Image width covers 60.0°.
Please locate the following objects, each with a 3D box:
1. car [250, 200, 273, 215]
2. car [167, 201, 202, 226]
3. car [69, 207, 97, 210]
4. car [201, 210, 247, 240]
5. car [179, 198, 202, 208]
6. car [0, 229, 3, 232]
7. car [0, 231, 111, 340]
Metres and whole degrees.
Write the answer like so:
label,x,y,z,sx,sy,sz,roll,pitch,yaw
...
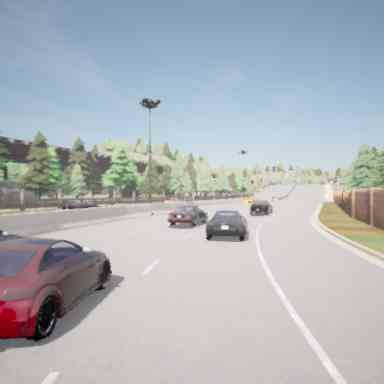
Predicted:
label,x,y,z,sx,sy,sz,roll,pitch,yaw
car,7.601,1.653,36.256,1.882,1.535,5.008,0,0,21
car,-0.216,1.667,24.399,2.033,1.411,5.357,0,0,15
car,-13.660,1.800,40.096,1.895,1.301,4.718,0,0,21
car,1.914,1.651,17.796,1.994,1.385,4.181,0,0,10
car,-0.195,1.760,54.716,2.128,1.511,4.902,0,0,22
car,-6.360,1.612,9.480,1.994,1.385,4.181,0,0,5
car,-3.083,1.598,6.637,1.994,1.385,4.181,0,0,4
